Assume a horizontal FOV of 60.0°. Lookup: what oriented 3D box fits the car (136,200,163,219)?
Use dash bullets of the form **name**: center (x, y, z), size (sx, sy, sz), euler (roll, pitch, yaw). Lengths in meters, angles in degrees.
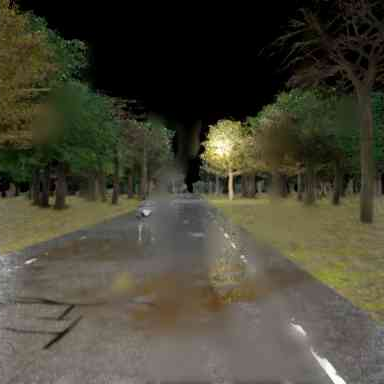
- **car**: center (-3.501, 1.432, 28.230), size (2.128, 1.511, 4.902), euler (0, 0, 0)
